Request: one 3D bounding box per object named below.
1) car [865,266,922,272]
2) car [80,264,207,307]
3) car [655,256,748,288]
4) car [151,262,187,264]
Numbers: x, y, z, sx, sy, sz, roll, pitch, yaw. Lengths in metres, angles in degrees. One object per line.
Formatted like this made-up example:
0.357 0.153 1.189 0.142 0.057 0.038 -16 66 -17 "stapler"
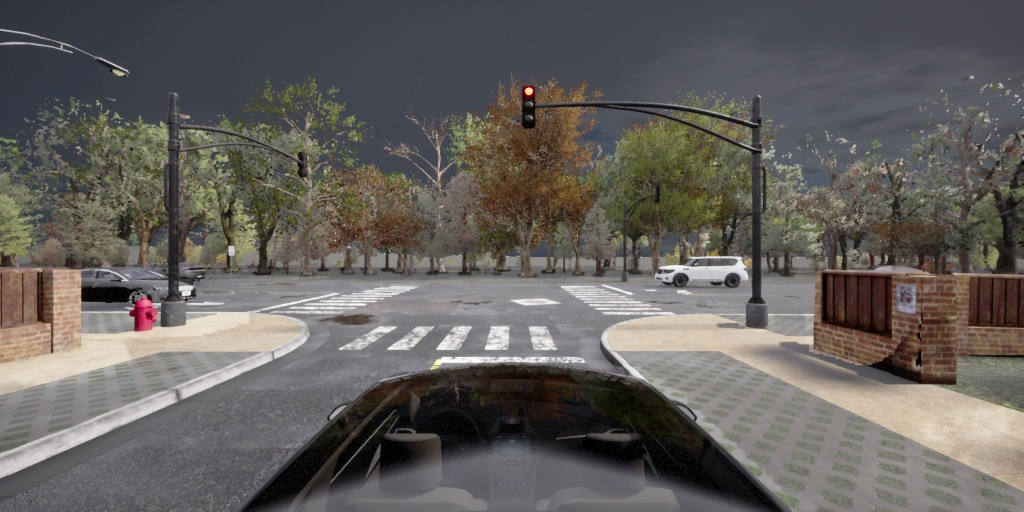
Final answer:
25.087 1.374 23.939 4.674 1.442 1.812 0 0 0 "car"
-15.118 1.183 13.946 4.902 1.511 2.128 0 0 0 "car"
12.561 1.028 23.900 5.566 2.045 2.150 0 0 2 "car"
-23.250 1.164 23.889 4.902 1.511 2.128 0 0 0 "car"
